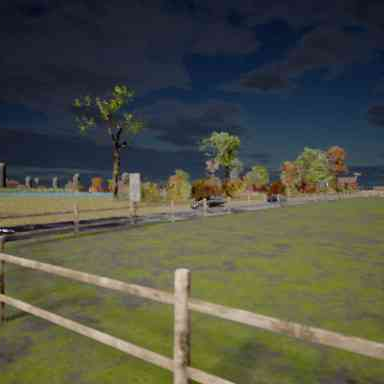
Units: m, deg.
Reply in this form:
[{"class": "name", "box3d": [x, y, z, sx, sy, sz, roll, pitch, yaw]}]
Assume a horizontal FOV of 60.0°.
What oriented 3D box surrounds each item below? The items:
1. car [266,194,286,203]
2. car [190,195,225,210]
[{"class": "car", "box3d": [12.842, 0.991, 50.785, 1.994, 1.385, 4.181, -1, 0, 35]}, {"class": "car", "box3d": [1.659, 1.100, 34.928, 1.837, 1.490, 4.892, -1, 0, 35]}]
